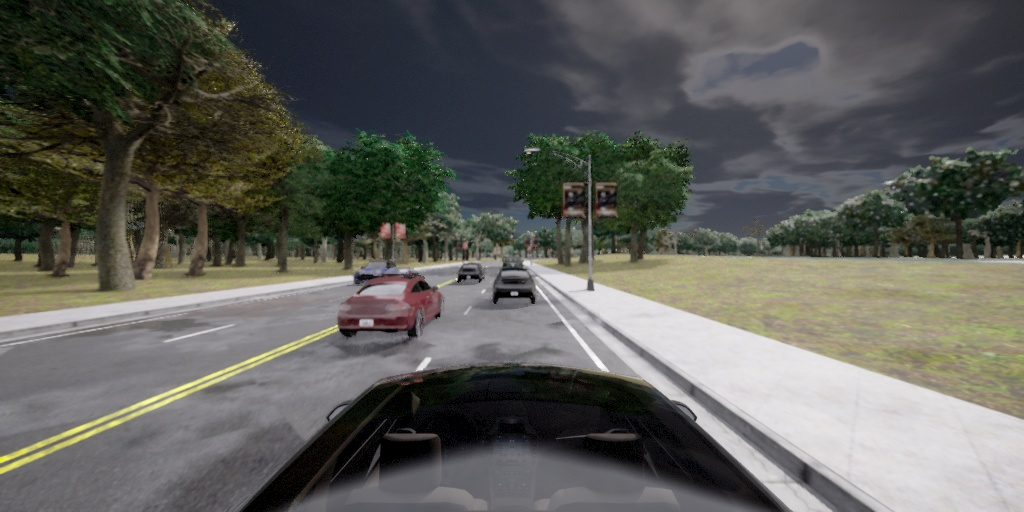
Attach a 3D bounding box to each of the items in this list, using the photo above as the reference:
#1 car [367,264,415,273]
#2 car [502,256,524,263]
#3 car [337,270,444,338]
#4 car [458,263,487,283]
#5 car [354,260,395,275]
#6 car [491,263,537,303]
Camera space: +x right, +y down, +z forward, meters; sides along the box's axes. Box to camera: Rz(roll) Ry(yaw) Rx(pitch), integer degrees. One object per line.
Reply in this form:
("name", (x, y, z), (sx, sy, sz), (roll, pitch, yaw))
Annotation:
("car", (-6.565, 1.341, 21.144), (1.994, 1.385, 4.181), (0, 0, 0))
("car", (0.095, 1.017, 38.128), (2.150, 2.045, 5.566), (0, 0, 0))
("car", (-3.165, 1.288, 10.084), (1.812, 1.442, 4.674), (0, 0, 0))
("car", (-3.154, 1.290, 28.502), (1.837, 1.490, 4.892), (0, 0, 0))
("car", (-9.771, 1.133, 26.260), (2.097, 1.767, 4.553), (0, 0, 0))
("car", (0.098, 1.276, 16.816), (1.837, 1.490, 4.892), (0, 0, 0))
